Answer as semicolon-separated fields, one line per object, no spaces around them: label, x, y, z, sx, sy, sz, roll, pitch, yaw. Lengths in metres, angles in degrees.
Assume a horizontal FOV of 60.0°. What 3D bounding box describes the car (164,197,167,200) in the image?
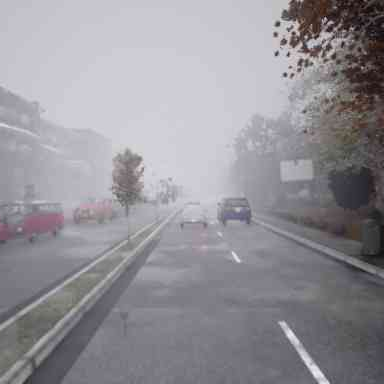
car;-7.496;1.965;76.123;2.163;1.488;4.792;0;0;3

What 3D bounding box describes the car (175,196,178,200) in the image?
car;-6.107;1.971;94.128;1.946;1.575;5.366;0;0;7

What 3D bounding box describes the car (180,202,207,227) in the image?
car;0.124;1.732;24.748;1.812;1.442;4.674;0;0;0

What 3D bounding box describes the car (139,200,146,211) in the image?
car;-7.891;1.841;44.409;2.163;1.488;4.792;0;0;0

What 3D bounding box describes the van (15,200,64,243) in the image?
van;-8.072;1.403;16.591;1.878;1.987;4.442;0;0;0

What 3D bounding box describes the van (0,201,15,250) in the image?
van;-8.109;1.358;11.044;1.878;1.987;4.442;0;0;0

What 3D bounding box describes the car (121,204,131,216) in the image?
car;-7.964;1.777;33.314;2.163;1.488;4.792;0;0;0

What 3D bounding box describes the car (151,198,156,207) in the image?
car;-7.820;1.866;55.536;2.231;1.521;4.892;0;0;0

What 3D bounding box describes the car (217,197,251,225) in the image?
car;3.275;1.440;26.369;2.150;2.045;5.566;0;0;0

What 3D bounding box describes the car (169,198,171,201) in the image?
car;-7.081;1.948;83.153;1.946;1.575;5.366;0;0;5

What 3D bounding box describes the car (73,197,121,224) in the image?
car;-8.001;1.459;27.771;2.435;2.045;5.566;0;0;0

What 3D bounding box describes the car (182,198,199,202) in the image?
car;0.180;1.815;42.208;2.128;1.511;4.902;0;0;1

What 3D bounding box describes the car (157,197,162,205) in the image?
car;-7.747;1.907;66.529;2.097;1.535;5.008;0;0;1

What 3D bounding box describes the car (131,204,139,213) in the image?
car;-7.929;1.821;38.893;2.002;1.452;4.674;0;0;0

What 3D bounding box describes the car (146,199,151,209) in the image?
car;-7.856;1.879;49.985;2.002;1.452;4.674;0;0;0
